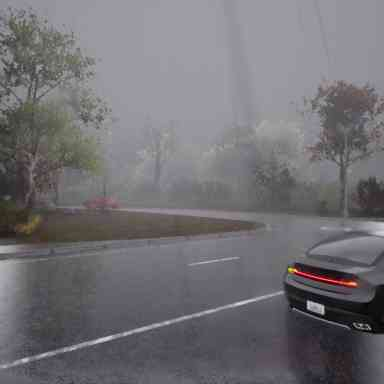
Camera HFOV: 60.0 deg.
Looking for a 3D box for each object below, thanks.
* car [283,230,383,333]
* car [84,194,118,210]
[{"bbox_3d":[3.841,1.505,6.458,4.892,1.490,1.837,0,0,-36],"label":"car"},{"bbox_3d":[-12.222,1.329,44.480,5.566,2.045,2.150,-1,-1,40],"label":"car"}]
